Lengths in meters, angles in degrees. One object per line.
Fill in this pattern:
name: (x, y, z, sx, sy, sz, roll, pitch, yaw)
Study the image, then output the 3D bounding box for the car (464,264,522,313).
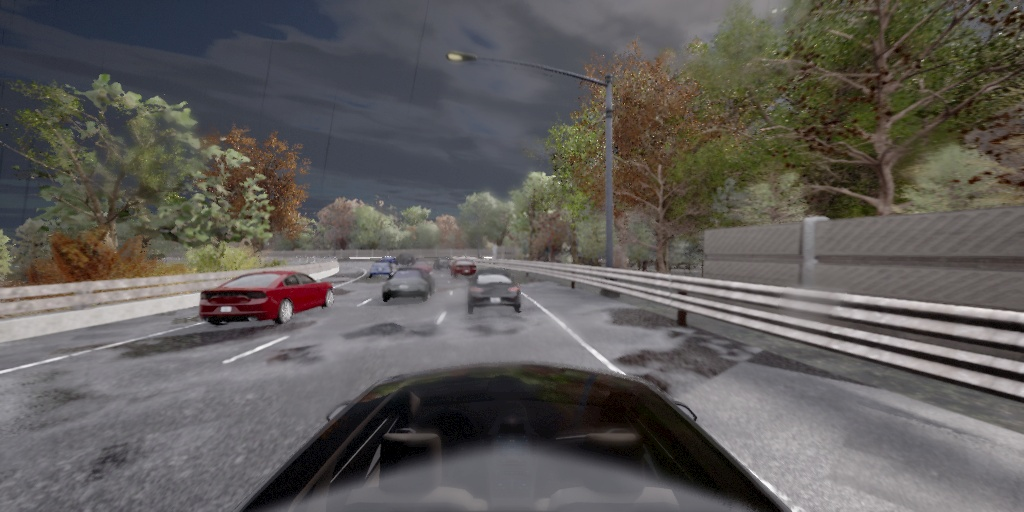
car: (-0.741, 1.197, 13.450, 1.812, 1.442, 4.674, 0, 0, -6)

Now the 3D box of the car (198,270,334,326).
car: (-7.569, 1.199, 11.687, 1.882, 1.535, 5.008, 0, 1, -5)

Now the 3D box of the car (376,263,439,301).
car: (-4.699, 1.234, 16.759, 1.994, 1.385, 4.181, 0, 0, -8)

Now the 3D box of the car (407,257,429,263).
car: (-9.101, 1.125, 35.607, 1.994, 1.385, 4.181, 0, 0, -18)

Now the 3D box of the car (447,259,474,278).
car: (-4.289, 1.043, 31.312, 1.882, 1.535, 5.008, 0, 0, -15)

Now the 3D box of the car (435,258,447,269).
car: (-8.764, 1.015, 45.554, 1.812, 1.442, 4.674, 0, 0, -19)

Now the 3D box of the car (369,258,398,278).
car: (-11.510, 1.148, 31.827, 2.033, 1.411, 5.357, 0, 0, -16)
